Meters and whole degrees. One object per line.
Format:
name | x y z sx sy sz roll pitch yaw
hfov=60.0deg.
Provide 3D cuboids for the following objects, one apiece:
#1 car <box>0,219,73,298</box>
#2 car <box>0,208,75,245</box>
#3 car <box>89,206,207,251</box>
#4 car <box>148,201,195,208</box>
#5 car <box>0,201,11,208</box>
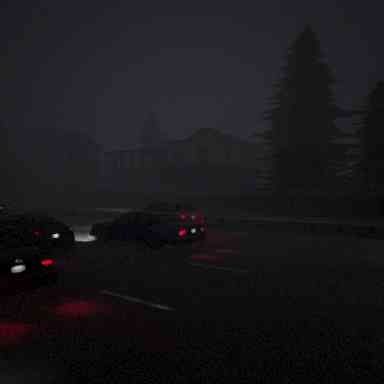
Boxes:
car | -5.366 1.507 7.817 5.357 1.411 2.033 0 0 35
car | -6.427 1.506 12.872 4.181 1.385 1.994 0 0 35
car | -1.981 1.503 14.001 5.357 1.411 2.033 0 0 35
car | -1.646 1.298 18.061 4.553 1.767 2.097 0 0 35
car | -18.272 1.401 29.915 5.357 1.411 2.033 0 0 35
